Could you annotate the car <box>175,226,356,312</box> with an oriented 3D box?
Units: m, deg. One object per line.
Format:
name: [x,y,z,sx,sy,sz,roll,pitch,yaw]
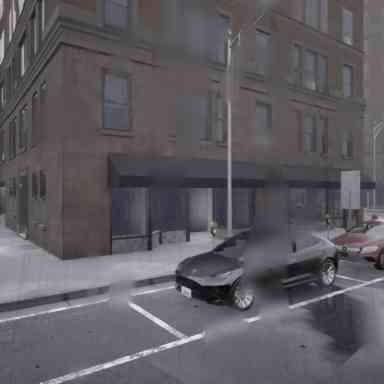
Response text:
car: [1.661,1.566,7.720,4.313,1.339,1.947,0,0,-36]

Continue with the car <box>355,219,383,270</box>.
car: [6.139,1.582,10.915,4.206,1.307,1.802,0,0,-36]
